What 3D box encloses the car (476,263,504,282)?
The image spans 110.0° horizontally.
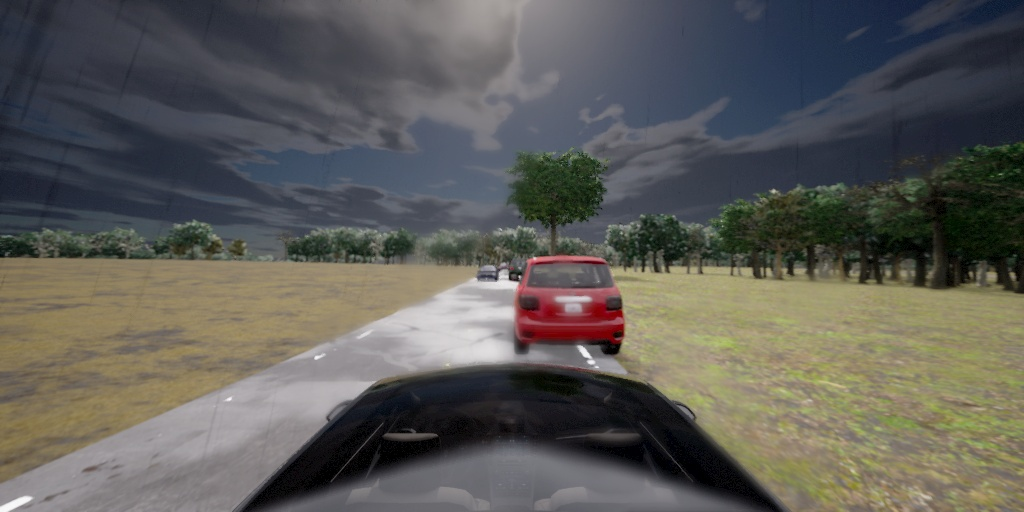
[{"bbox_3d":[-2.142,1.595,33.557,2.033,1.411,5.357,0,-1,1],"label":"car"}]

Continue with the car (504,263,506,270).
[{"bbox_3d":[-1.397,1.982,64.284,1.812,1.442,4.674,0,-1,1],"label":"car"}]

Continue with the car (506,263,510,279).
[{"bbox_3d":[0.840,1.290,36.659,2.150,2.045,5.566,0,-1,2],"label":"car"}]

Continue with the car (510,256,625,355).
[{"bbox_3d":[1.148,1.041,9.045,2.150,2.045,5.566,0,-1,1],"label":"car"}]
